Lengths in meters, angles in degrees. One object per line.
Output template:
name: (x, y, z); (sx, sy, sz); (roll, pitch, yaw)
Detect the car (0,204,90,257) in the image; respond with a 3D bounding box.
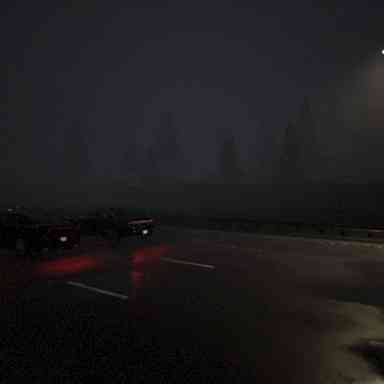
car: (-6.405, 1.431, 12.836); (5.008, 1.535, 1.882); (1, 0, 36)

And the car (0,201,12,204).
car: (-16.808, 1.451, 28.864); (4.181, 1.385, 1.994); (0, 0, 36)

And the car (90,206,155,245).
car: (-3.931, 1.448, 15.368); (4.902, 1.511, 2.128); (0, 0, 36)

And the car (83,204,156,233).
car: (-4.399, 1.508, 20.017); (4.181, 1.385, 1.994); (0, 0, 36)
